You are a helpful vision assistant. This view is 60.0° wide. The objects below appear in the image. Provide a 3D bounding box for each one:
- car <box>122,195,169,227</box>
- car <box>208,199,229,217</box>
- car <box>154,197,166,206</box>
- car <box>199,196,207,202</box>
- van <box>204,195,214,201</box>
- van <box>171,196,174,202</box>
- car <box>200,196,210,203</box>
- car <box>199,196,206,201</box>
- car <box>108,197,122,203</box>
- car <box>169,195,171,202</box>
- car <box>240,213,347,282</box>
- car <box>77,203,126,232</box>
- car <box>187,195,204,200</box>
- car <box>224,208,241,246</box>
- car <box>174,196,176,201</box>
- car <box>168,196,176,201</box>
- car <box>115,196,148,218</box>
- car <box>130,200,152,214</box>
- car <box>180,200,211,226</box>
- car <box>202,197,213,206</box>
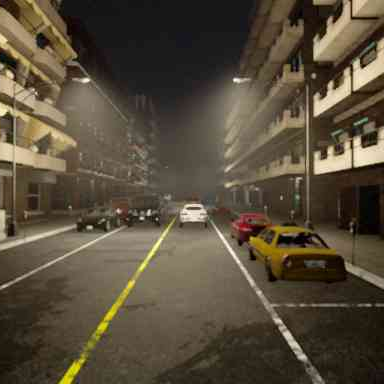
[{"bbox_3d":[-3.088,1.261,23.251,2.150,2.045,5.566,0,0,0],"label":"car"},{"bbox_3d":[2.715,1.635,31.718,1.802,1.307,4.206,1,0,0],"label":"car"},{"bbox_3d":[-5.650,1.626,59.447,1.752,1.417,4.829,1,0,0],"label":"car"},{"bbox_3d":[2.707,1.706,81.858,1.947,1.339,4.313,1,0,0],"label":"car"},{"bbox_3d":[2.733,1.433,54.003,1.690,1.788,3.998,1,0,0],"label":"van"},{"bbox_3d":[-5.640,1.472,76.331,1.690,1.788,3.998,1,0,0],"label":"van"},{"bbox_3d":[2.714,1.665,70.716,1.887,1.381,4.507,1,0,0],"label":"car"},{"bbox_3d":[2.710,1.732,87.430,1.802,1.307,4.206,1,0,0],"label":"car"},{"bbox_3d":[-5.663,1.360,26.190,2.192,1.841,5.009,1,0,0],"label":"car"},{"bbox_3d":[-5.648,1.677,65.189,1.947,1.339,4.313,1,0,0],"label":"car"},{"bbox_3d":[2.706,1.542,9.603,1.752,1.417,4.829,1,0,0],"label":"car"},{"bbox_3d":[-5.670,1.601,20.620,1.947,1.339,4.313,1,0,0],"label":"car"},{"bbox_3d":[0.115,1.420,41.210,2.097,1.767,4.553,0,0,0],"label":"car"},{"bbox_3d":[2.708,1.607,15.005,1.802,1.307,4.206,1,0,0],"label":"car"},{"bbox_3d":[-5.640,1.691,81.901,2.008,1.369,4.403,1,0,0],"label":"car"},{"bbox_3d":[-5.635,1.710,93.044,2.008,1.369,4.403,1,0,0],"label":"car"},{"bbox_3d":[-5.661,1.369,31.762,2.192,1.841,5.009,1,0,0],"label":"car"},{"bbox_3d":[-5.662,1.645,37.333,1.802,1.307,4.206,1,0,0],"label":"car"},{"bbox_3d":[0.111,1.565,23.378,1.812,1.442,4.674,0,0,0],"label":"car"},{"bbox_3d":[2.737,1.627,59.744,1.752,1.417,4.829,1,0,0],"label":"car"}]
